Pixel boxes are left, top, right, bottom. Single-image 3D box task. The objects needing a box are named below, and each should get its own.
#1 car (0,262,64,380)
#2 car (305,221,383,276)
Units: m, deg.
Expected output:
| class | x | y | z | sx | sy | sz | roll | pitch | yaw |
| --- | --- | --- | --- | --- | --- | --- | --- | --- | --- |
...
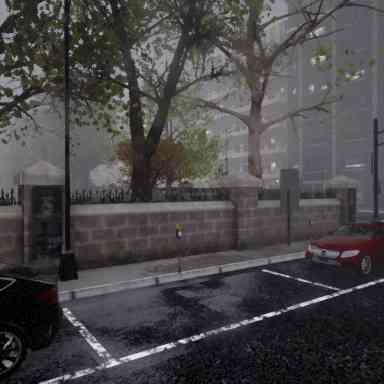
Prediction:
| class | x | y | z | sx | sy | sz | roll | pitch | yaw |
| --- | --- | --- | --- | --- | --- | --- | --- | --- | --- |
| car | -3.791 | 1.566 | 3.886 | 4.313 | 1.339 | 1.947 | 0 | 0 | -35 |
| car | 5.279 | 1.581 | 10.232 | 4.206 | 1.307 | 1.802 | 0 | 0 | -35 |
